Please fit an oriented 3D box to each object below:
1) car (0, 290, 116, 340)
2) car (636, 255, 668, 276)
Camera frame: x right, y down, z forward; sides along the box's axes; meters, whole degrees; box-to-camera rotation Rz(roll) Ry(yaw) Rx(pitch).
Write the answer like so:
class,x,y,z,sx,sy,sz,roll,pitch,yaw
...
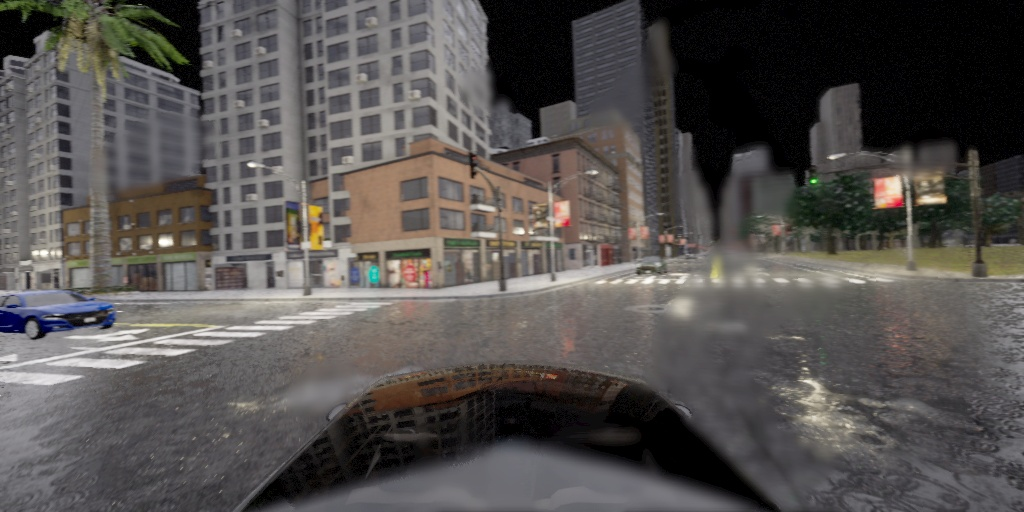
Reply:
class,x,y,z,sx,sy,sz,roll,pitch,yaw
car,-16.740,1.986,12.833,5.008,1.535,1.882,-2,0,15
car,12.411,0.728,31.803,2.097,1.767,4.553,-3,-1,30
